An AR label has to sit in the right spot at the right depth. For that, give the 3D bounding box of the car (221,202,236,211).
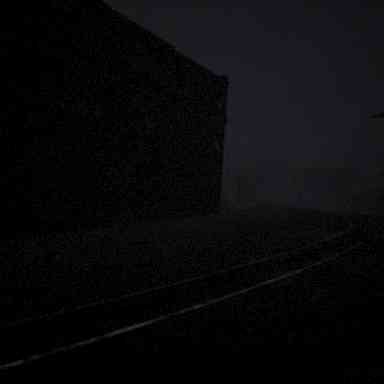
[{"bbox_3d":[7.090,2.852,64.661,1.946,1.575,5.366,2,-5,16],"label":"car"}]

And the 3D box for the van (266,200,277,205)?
[{"bbox_3d":[14.318,2.512,59.453,1.878,1.987,4.442,1,-5,16],"label":"van"}]

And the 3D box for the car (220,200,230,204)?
[{"bbox_3d":[2.806,1.394,47.070,4.902,1.511,2.128,0,-5,36],"label":"car"}]
